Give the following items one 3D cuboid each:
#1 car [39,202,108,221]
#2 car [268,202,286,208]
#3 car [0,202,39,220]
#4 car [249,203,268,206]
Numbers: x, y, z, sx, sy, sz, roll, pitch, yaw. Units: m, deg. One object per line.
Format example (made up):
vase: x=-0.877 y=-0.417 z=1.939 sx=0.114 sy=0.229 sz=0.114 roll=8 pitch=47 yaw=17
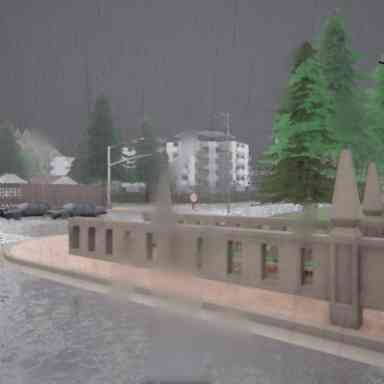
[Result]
car: x=-9.827 y=1.594 z=28.531 sx=2.033 sy=1.411 sz=5.357 roll=0 pitch=0 yaw=38
car: x=13.157 y=1.525 z=46.978 sx=2.128 sy=1.511 sz=4.902 roll=0 pitch=0 yaw=38
car: x=-13.881 y=1.600 z=29.001 sx=2.033 sy=1.411 sz=5.357 roll=0 pitch=0 yaw=38
car: x=10.267 y=1.640 z=48.961 sx=1.895 sy=1.301 sz=4.718 roll=0 pitch=0 yaw=38
